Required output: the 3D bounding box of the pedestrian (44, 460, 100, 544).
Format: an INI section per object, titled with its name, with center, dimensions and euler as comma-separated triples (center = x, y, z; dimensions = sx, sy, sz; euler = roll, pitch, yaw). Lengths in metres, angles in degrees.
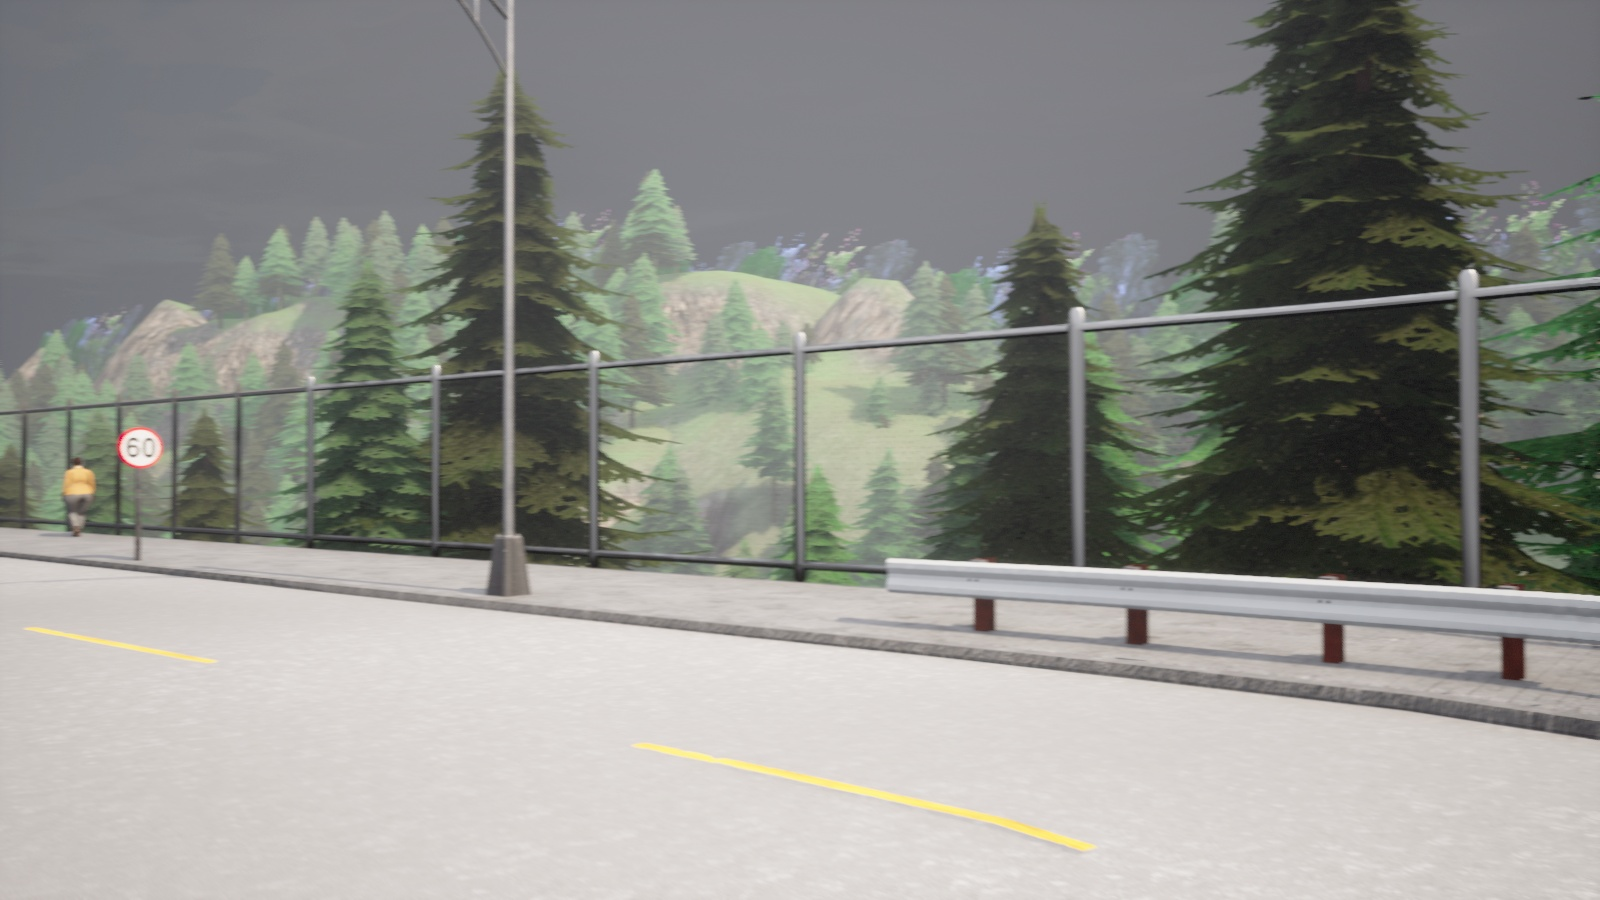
[pedestrian]
center = -16.467, 1.171, 28.399
dimensions = 0.900, 1.855, 0.874
euler = -1, -1, 44
